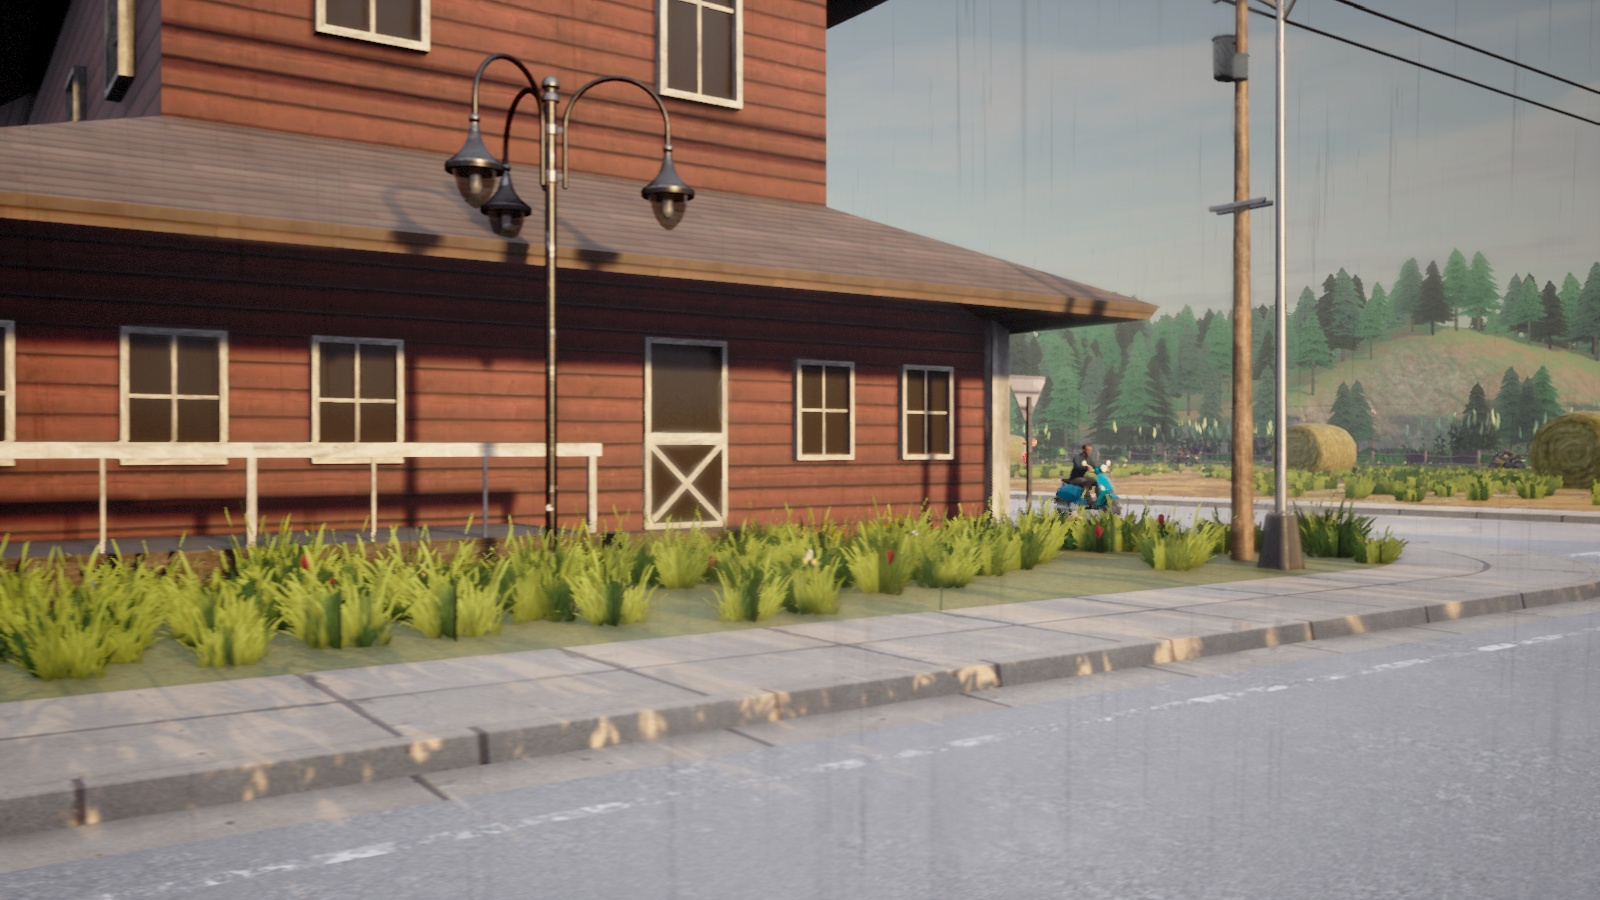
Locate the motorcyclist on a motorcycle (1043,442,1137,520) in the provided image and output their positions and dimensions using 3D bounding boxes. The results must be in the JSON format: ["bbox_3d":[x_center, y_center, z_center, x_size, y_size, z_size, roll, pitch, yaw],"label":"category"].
[{"bbox_3d":[6.126,0.632,26.615,0.866,1.590,1.817,0,0,-36],"label":"motorcyclist on a motorcycle"}]

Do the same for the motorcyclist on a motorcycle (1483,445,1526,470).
[{"bbox_3d":[44.200,0.475,78.768,0.866,1.530,2.191,0,0,-32],"label":"motorcyclist on a motorcycle"}]
